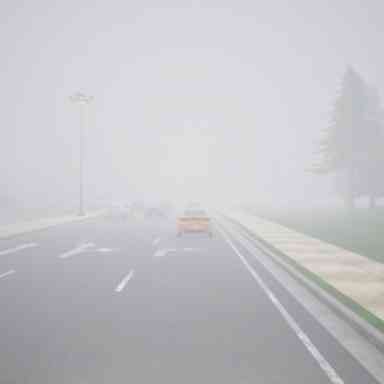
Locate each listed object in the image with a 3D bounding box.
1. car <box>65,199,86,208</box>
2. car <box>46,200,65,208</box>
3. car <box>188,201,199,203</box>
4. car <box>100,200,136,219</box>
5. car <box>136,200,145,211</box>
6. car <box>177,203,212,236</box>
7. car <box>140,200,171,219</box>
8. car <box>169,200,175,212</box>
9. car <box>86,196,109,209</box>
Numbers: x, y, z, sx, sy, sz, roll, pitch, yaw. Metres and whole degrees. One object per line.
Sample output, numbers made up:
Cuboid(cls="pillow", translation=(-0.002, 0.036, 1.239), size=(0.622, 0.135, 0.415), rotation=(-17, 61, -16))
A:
Cuboid(cls="car", translation=(-18.513, 1.937, 54.271), size=(1.812, 1.442, 4.674), rotation=(0, 0, -1))
Cuboid(cls="car", translation=(-22.012, 2.022, 54.156), size=(1.895, 1.301, 4.718), rotation=(0, 0, -1))
Cuboid(cls="car", translation=(0.212, 1.854, 42.258), size=(1.812, 1.442, 4.674), rotation=(0, -1, 0))
Cuboid(cls="car", translation=(-6.850, 1.751, 31.159), size=(1.812, 1.442, 4.674), rotation=(0, -1, 1))
Cuboid(cls="car", translation=(-6.860, 1.828, 44.080), size=(1.837, 1.490, 4.892), rotation=(0, -1, 0))
Cuboid(cls="car", translation=(0.155, 1.630, 19.513), size=(1.882, 1.535, 5.008), rotation=(0, 0, 0))
Cuboid(cls="car", translation=(-3.346, 1.761, 31.297), size=(1.812, 1.442, 4.674), rotation=(0, -1, 1))
Cuboid(cls="car", translation=(-3.360, 1.823, 44.131), size=(2.128, 1.511, 4.902), rotation=(0, -1, 0))
Cuboid(cls="car", translation=(-15.013, 1.713, 54.327), size=(2.150, 2.045, 5.566), rotation=(0, 0, -1))
